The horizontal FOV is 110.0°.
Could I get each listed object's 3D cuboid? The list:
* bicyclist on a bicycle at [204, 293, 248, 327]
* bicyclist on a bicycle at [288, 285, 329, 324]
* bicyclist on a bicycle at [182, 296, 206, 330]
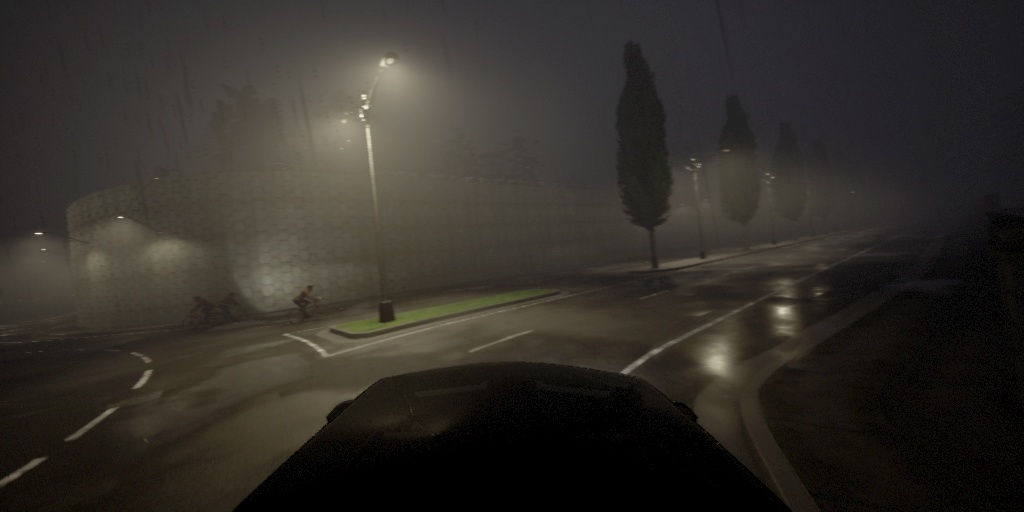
[{"bbox_3d":[-14.494,2.720,18.439,0.582,1.620,1.656,-6,0,21],"label":"bicyclist on a bicycle"},{"bbox_3d":[-9.188,2.161,16.111,1.656,1.620,0.582,-6,0,-20],"label":"bicyclist on a bicycle"},{"bbox_3d":[-15.822,2.860,18.344,0.582,1.620,1.656,-6,0,42],"label":"bicyclist on a bicycle"}]
